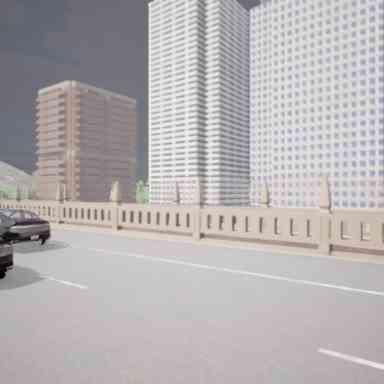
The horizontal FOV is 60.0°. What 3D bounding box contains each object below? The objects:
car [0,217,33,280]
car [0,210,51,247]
[{"bbox_3d":[-6.555,1.492,8.664,4.902,1.511,2.128,0,0,36],"label":"car"},{"bbox_3d":[-7.882,1.492,13.909,4.902,1.511,2.128,0,0,35],"label":"car"}]
